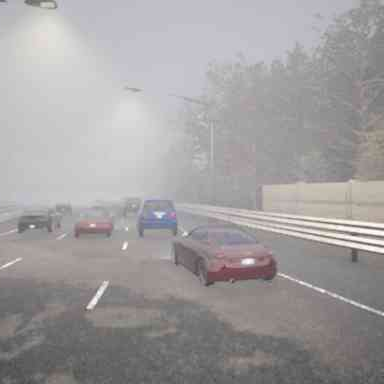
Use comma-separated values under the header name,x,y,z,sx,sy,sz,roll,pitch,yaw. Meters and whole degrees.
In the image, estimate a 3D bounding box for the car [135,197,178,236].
name,x,y,z,sx,sy,sz,roll,pitch,yaw
car,-2.149,1.402,19.876,2.150,2.045,5.566,0,-1,-10

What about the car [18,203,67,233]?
name,x,y,z,sx,sy,sz,roll,pitch,yaw
car,-9.540,1.712,21.179,1.837,1.490,4.892,0,-1,-12

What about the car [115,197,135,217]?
name,x,y,z,sx,sy,sz,roll,pitch,yaw
car,-6.698,1.560,36.173,2.150,2.045,5.566,0,0,-20

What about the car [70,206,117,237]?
name,x,y,z,sx,sy,sz,roll,pitch,yaw
car,-5.648,1.750,19.529,1.994,1.385,4.181,0,-1,-11

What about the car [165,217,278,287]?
name,x,y,z,sx,sy,sz,roll,pitch,yaw
car,0.733,1.650,9.824,1.994,1.385,4.181,0,-1,-18

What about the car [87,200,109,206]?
name,x,y,z,sx,sy,sz,roll,pitch,yaw
car,-10.946,1.885,37.930,1.812,1.442,4.674,0,-1,-20

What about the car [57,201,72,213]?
name,x,y,z,sx,sy,sz,roll,pitch,yaw
car,-15.440,1.862,39.785,1.882,1.535,5.008,0,-1,-22

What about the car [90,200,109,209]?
name,x,y,z,sx,sy,sz,roll,pitch,yaw
car,-15.413,2.028,55.285,1.837,1.490,4.892,0,-1,-31

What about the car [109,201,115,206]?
name,x,y,z,sx,sy,sz,roll,pitch,yaw
car,-12.004,2.007,48.846,2.033,1.411,5.357,0,-1,-27
